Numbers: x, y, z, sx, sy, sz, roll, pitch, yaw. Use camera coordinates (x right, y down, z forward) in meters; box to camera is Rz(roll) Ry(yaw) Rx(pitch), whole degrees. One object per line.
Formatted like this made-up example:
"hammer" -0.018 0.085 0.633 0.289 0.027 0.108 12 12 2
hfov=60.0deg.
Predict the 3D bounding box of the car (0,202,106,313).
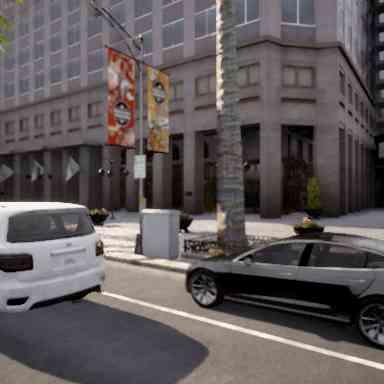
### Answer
"car" -4.249 1.230 7.026 5.566 2.045 2.150 0 0 34

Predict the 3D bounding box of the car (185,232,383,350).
"car" 2.076 1.516 6.306 4.786 1.482 2.161 0 0 35
